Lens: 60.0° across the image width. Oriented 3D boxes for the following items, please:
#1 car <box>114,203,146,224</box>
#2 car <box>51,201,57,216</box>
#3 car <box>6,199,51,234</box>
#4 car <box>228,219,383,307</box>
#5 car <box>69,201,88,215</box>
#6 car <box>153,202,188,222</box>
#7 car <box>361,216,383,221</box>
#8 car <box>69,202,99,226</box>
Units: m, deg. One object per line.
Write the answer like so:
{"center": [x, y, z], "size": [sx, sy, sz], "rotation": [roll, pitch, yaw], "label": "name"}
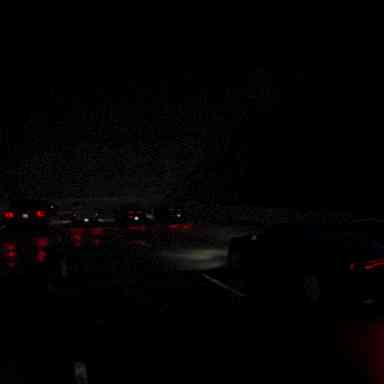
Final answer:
{"center": [-4.993, 1.679, 26.573], "size": [1.837, 1.490, 4.892], "rotation": [-1, 0, -22], "label": "car"}
{"center": [-16.445, 1.710, 37.539], "size": [2.097, 1.767, 4.553], "rotation": [-1, 0, -18], "label": "car"}
{"center": [-10.331, 1.437, 21.118], "size": [2.150, 2.045, 5.566], "rotation": [-1, 0, -22], "label": "car"}
{"center": [2.697, 1.479, 8.220], "size": [1.882, 1.535, 5.008], "rotation": [-1, 0, -23], "label": "car"}
{"center": [-13.468, 1.880, 39.681], "size": [2.033, 1.411, 5.357], "rotation": [-1, 0, -18], "label": "car"}
{"center": [-1.945, 1.636, 28.374], "size": [2.128, 1.511, 4.902], "rotation": [-1, 0, -22], "label": "car"}
{"center": [5.719, 1.465, 10.060], "size": [2.128, 1.511, 4.902], "rotation": [-1, 0, -23], "label": "car"}
{"center": [-8.178, 1.732, 25.141], "size": [1.812, 1.442, 4.674], "rotation": [-1, 0, -22], "label": "car"}
